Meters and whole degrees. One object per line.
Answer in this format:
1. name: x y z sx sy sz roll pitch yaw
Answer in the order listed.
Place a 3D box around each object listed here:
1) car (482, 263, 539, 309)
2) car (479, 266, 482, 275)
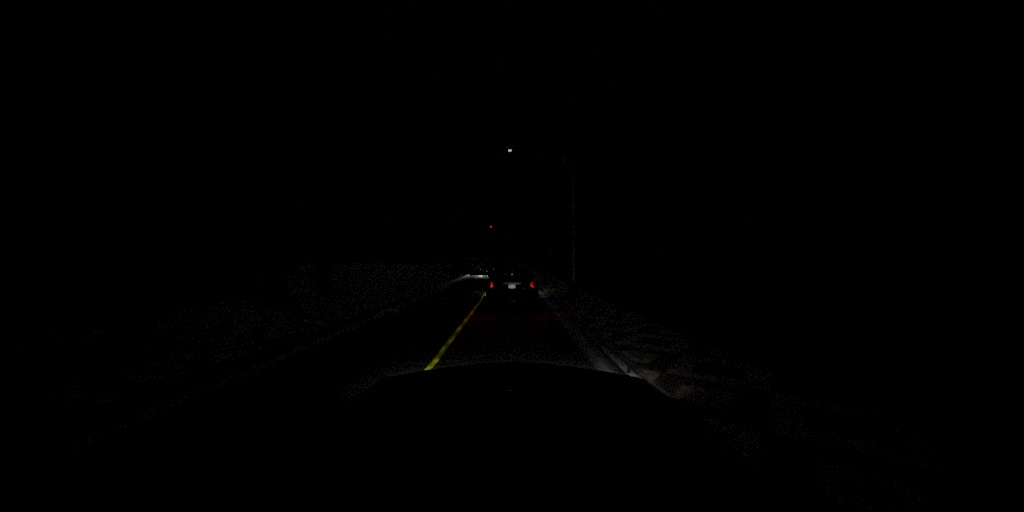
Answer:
1. car: 0.007 1.221 15.918 2.097 1.767 4.553 0 -1 0
2. car: -2.992 1.614 45.279 1.837 1.490 4.892 0 -1 0
